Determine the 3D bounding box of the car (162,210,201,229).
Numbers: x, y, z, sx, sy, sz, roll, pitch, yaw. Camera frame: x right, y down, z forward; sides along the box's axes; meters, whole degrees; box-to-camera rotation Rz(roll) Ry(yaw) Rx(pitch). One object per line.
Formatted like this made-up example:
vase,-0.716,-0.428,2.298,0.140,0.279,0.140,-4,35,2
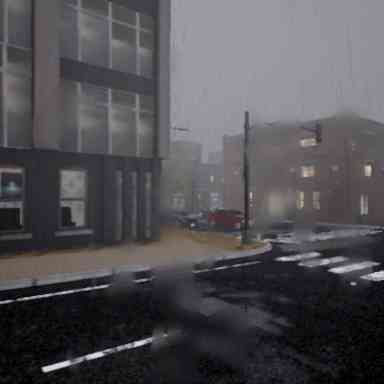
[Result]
car,-1.246,2.113,26.488,1.947,1.339,4.313,-1,0,-37

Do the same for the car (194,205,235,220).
car,2.369,2.204,36.085,2.008,1.369,4.403,-1,0,-37

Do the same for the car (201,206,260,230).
car,3.050,2.026,25.315,1.812,1.442,4.674,0,-1,-35
